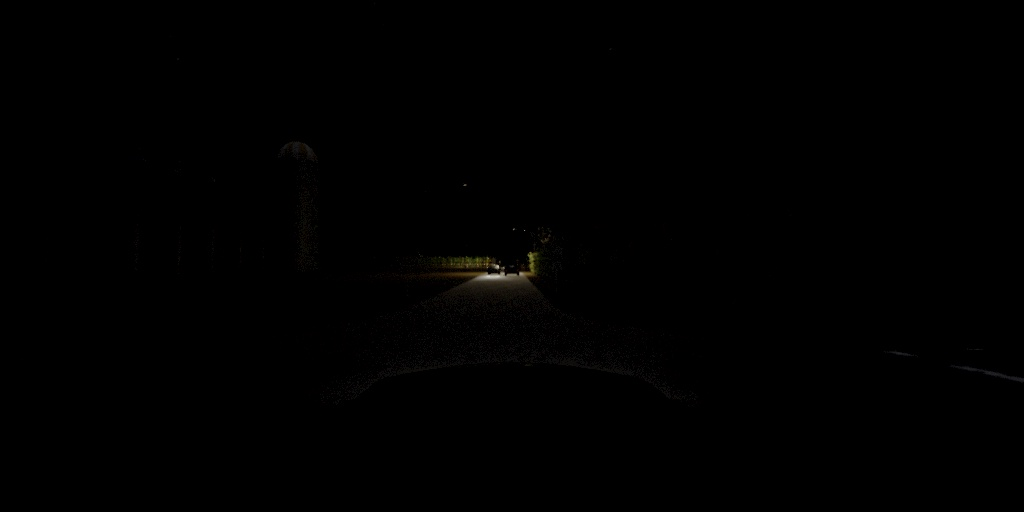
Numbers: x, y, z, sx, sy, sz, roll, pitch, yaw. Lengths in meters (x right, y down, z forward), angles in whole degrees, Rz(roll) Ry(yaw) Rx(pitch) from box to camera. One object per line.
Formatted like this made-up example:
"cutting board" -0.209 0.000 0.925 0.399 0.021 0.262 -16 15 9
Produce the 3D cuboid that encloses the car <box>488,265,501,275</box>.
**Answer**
"car" -2.766 2.181 56.326 2.128 1.511 4.902 0 -1 0

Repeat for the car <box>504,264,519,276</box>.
"car" -0.016 1.949 51.711 2.097 1.767 4.553 0 -1 0
